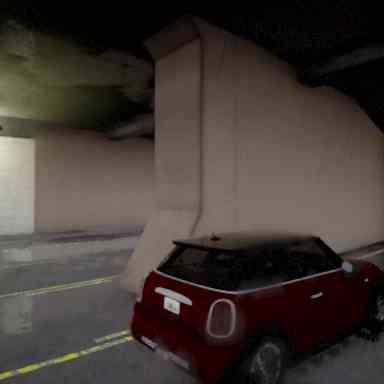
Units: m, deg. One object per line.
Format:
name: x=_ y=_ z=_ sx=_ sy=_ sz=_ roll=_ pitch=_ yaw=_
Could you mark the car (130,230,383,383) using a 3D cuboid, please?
car: x=1.386 y=1.414 z=5.400 sx=4.553 sy=1.767 sz=2.097 roll=1 pitch=-1 yaw=-40
